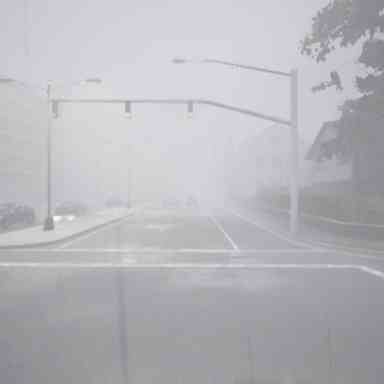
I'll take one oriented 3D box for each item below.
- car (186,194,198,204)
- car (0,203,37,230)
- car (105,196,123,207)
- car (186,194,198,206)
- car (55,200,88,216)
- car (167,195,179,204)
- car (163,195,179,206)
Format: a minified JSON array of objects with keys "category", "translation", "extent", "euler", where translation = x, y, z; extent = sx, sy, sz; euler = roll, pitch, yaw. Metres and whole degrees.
[{"category":"car","translation":[0.009,1.230,62.136],"extent":[2.097,1.767,4.553],"euler":[0,0,0]},{"category":"car","translation":[-11.589,1.450,20.923],"extent":[2.128,1.511,4.902],"euler":[0,0,0]},{"category":"car","translation":[-11.543,1.409,49.560],"extent":[1.837,1.490,4.892],"euler":[0,0,0]},{"category":"car","translation":[0.007,1.403,51.750],"extent":[1.837,1.490,4.892],"euler":[0,0,0]},{"category":"car","translation":[-11.589,1.498,32.159],"extent":[1.994,1.385,4.181],"euler":[0,0,0]},{"category":"car","translation":[-3.491,1.355,62.167],"extent":[1.882,1.535,5.008],"euler":[0,0,0]},{"category":"car","translation":[-3.493,1.423,52.167],"extent":[1.812,1.442,4.674],"euler":[0,0,0]}]
